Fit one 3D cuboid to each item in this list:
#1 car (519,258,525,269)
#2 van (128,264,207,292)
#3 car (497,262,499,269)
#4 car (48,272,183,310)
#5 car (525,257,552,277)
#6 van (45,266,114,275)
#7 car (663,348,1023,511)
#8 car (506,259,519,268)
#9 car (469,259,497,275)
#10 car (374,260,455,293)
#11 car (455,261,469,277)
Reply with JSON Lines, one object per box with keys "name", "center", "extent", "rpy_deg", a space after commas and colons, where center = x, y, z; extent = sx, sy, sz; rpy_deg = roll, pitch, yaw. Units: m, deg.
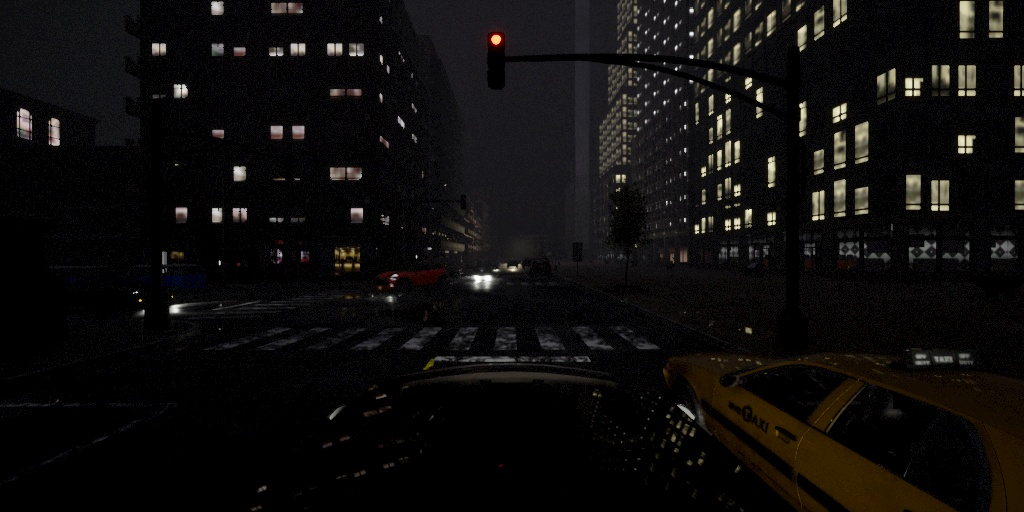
{"name": "car", "center": [2.689, 1.098, 56.875], "extent": [2.192, 1.841, 5.009], "rpy_deg": [0, 0, 0]}
{"name": "van", "center": [-20.767, 1.390, 21.530], "extent": [3.998, 1.789, 1.690], "rpy_deg": [0, 0, -1]}
{"name": "car", "center": [-3.088, 1.259, 55.353], "extent": [1.882, 1.535, 5.008], "rpy_deg": [0, 0, 0]}
{"name": "car", "center": [-17.602, 1.583, 15.765], "extent": [4.181, 1.385, 1.994], "rpy_deg": [-1, 0, -1]}
{"name": "car", "center": [2.689, 1.074, 34.770], "extent": [2.192, 1.841, 5.009], "rpy_deg": [0, 0, 0]}
{"name": "van", "center": [-26.305, 1.481, 21.479], "extent": [3.998, 1.789, 1.690], "rpy_deg": [0, 0, -1]}
{"name": "car", "center": [2.689, 1.275, 2.527], "extent": [1.751, 1.417, 4.829], "rpy_deg": [0, 0, 0]}
{"name": "car", "center": [0.100, 1.284, 62.069], "extent": [2.128, 1.511, 4.902], "rpy_deg": [0, 0, 0]}
{"name": "car", "center": [-3.099, 1.255, 39.402], "extent": [2.128, 1.511, 4.902], "rpy_deg": [0, 0, 0]}
{"name": "car", "center": [-6.027, 1.153, 21.779], "extent": [2.097, 1.767, 4.553], "rpy_deg": [-1, 1, 36]}
{"name": "car", "center": [-5.691, 1.309, 34.770], "extent": [2.007, 1.370, 4.403], "rpy_deg": [0, 0, 0]}
